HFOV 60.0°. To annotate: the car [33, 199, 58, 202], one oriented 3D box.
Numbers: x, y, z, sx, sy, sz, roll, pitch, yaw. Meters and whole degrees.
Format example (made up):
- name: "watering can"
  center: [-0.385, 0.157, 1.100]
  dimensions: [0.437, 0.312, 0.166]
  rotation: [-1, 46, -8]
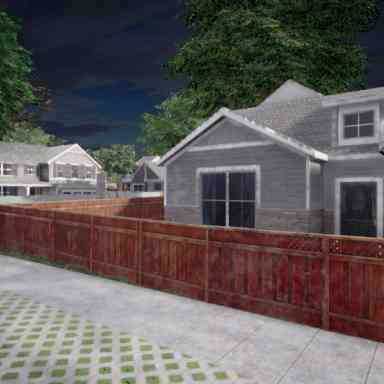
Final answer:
- name: "car"
  center: [-10.585, 1.268, 23.492]
  dimensions: [1.812, 1.442, 4.674]
  rotation: [0, 1, 35]
